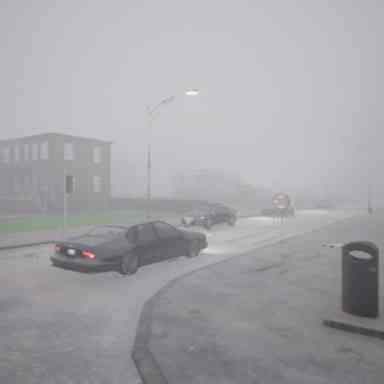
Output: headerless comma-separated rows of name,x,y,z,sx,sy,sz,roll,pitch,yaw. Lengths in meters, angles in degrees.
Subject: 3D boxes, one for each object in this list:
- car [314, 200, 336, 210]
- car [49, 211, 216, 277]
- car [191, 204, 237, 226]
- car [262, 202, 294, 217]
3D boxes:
car,18.434,1.717,46.139,1.895,1.301,4.718,0,0,35
car,-1.602,1.553,10.420,2.033,1.411,5.357,0,0,35
car,1.172,1.517,21.564,2.128,1.511,4.902,0,0,35
car,8.219,1.626,31.649,1.994,1.385,4.181,0,0,35
